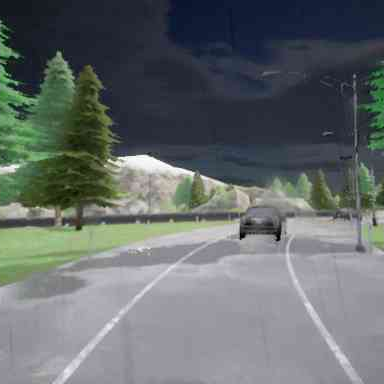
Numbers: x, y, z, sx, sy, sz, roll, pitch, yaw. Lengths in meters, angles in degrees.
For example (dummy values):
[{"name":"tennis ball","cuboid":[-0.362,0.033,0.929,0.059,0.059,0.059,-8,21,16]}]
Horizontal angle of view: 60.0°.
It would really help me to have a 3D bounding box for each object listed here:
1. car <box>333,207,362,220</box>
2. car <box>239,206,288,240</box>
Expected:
[{"name":"car","cuboid":[17.867,2.488,38.226,4.674,1.442,1.812,2,-4,-43]},{"name":"car","cuboid":[3.999,1.532,18.265,2.097,1.767,4.553,-1,-2,20]}]
